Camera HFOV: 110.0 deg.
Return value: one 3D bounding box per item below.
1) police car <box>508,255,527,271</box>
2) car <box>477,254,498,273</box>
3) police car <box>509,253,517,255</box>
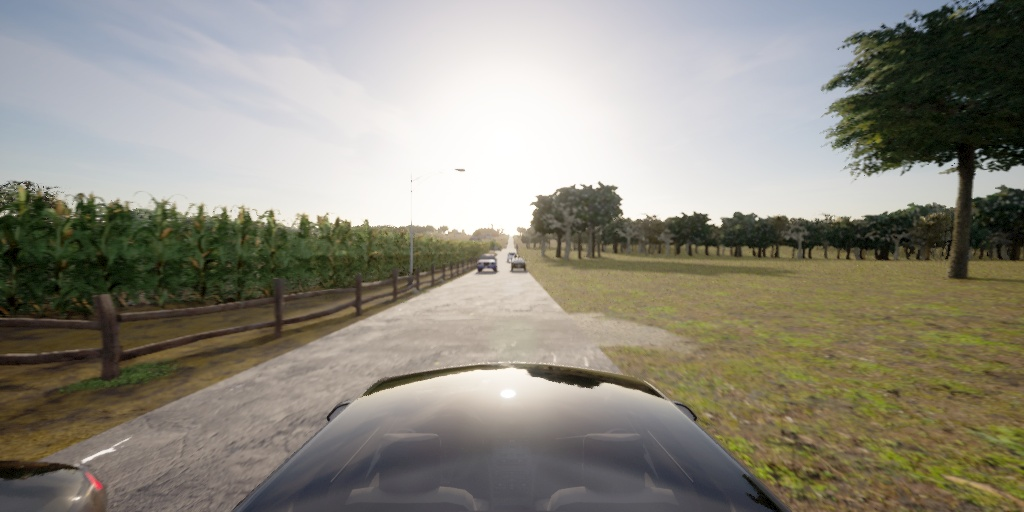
[{"bbox_3d":[0.820,0.991,45.512,1.930,1.638,5.238,0,1,0],"label":"police car"},{"bbox_3d":[-2.841,0.823,42.317,2.150,2.045,5.566,0,1,0],"label":"car"},{"bbox_3d":[0.819,0.857,55.512,1.930,1.638,5.238,0,1,0],"label":"police car"}]
